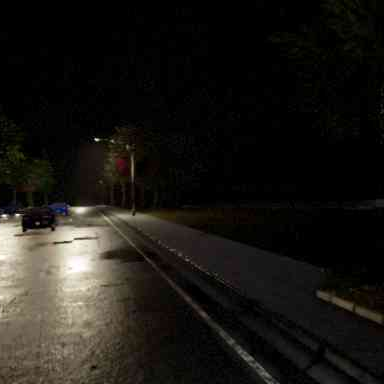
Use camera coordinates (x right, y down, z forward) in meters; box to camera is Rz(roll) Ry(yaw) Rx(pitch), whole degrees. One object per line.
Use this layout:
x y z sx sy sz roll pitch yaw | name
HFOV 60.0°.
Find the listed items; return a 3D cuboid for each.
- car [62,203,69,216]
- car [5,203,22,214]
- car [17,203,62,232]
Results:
-15.402 2.001 38.676 1.882 1.535 5.008 -1 -1 -18 | car
-25.183 2.341 47.394 1.882 1.535 5.008 -1 -1 -18 | car
-10.135 1.772 22.509 1.882 1.535 5.008 -1 0 -18 | car
